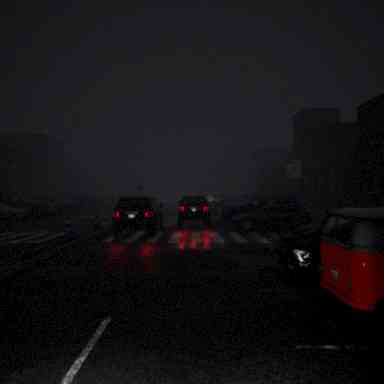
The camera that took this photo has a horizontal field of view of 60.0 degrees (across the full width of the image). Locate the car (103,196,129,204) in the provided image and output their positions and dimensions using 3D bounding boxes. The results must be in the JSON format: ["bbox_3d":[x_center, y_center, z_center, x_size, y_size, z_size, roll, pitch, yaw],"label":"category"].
[{"bbox_3d":[-15.462,1.597,68.074,4.792,1.488,2.163,0,0,0],"label":"car"}]

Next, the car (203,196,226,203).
[{"bbox_3d":[4.895,1.593,72.895,5.008,1.535,2.097,0,0,0],"label":"car"}]

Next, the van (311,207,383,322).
[{"bbox_3d":[4.832,1.264,6.201,4.442,1.987,1.878,0,0,0],"label":"van"}]

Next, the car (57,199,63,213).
[{"bbox_3d":[-15.479,1.410,32.226,4.553,1.767,2.185,0,0,0],"label":"car"}]

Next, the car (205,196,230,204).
[{"bbox_3d":[4.897,1.591,64.683,4.792,1.488,2.163,0,0,0],"label":"car"}]

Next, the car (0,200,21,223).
[{"bbox_3d":[-15.482,1.570,23.952,4.792,1.488,2.163,0,0,0],"label":"car"}]

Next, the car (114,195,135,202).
[{"bbox_3d":[-15.443,1.478,76.347,4.553,1.767,2.185,0,0,0],"label":"car"}]

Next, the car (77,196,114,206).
[{"bbox_3d":[-15.694,1.528,54.283,5.366,1.575,1.946,0,0,0],"label":"car"}]

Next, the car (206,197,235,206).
[{"bbox_3d":[4.832,1.578,56.347,4.674,1.452,2.002,0,0,0],"label":"car"}]

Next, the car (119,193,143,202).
[{"bbox_3d":[-15.486,1.400,84.619,5.566,2.045,2.435,0,0,0],"label":"car"}]

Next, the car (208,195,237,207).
[{"bbox_3d":[4.856,1.407,53.477,4.553,1.767,2.185,0,0,0],"label":"car"}]

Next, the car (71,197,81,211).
[{"bbox_3d":[-15.508,1.570,37.742,4.674,1.452,2.002,0,0,0],"label":"car"}]

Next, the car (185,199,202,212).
[{"bbox_3d":[0.166,1.585,41.420,2.033,1.411,5.357,0,0,0],"label":"car"}]

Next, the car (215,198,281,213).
[{"bbox_3d":[4.740,1.512,28.438,5.008,1.535,2.097,0,0,0],"label":"car"}]

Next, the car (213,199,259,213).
[{"bbox_3d":[4.786,1.545,36.769,4.792,1.488,2.163,0,0,0],"label":"car"}]

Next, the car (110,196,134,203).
[{"bbox_3d":[-15.510,1.619,73.590,4.792,1.488,2.163,0,0,0],"label":"car"}]

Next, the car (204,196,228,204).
[{"bbox_3d":[4.877,1.612,67.462,4.674,1.452,2.002,0,0,0],"label":"car"}]

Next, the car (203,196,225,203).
[{"bbox_3d":[4.941,1.635,75.800,4.792,1.488,2.163,0,0,0],"label":"car"}]

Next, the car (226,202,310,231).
[{"bbox_3d":[4.698,1.535,20.099,4.792,1.488,2.163,0,0,0],"label":"car"}]

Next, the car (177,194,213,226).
[{"bbox_3d":[0.119,1.250,23.883,2.150,2.045,5.566,0,0,0],"label":"car"}]

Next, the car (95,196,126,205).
[{"bbox_3d":[-15.318,1.547,62.561,5.366,1.575,1.946,0,0,0],"label":"car"}]

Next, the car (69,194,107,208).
[{"bbox_3d":[-15.481,1.275,48.771,5.566,2.045,2.435,0,0,0],"label":"car"}]

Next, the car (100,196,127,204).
[{"bbox_3d":[-15.468,1.588,65.318,4.792,1.488,2.163,0,0,0],"label":"car"}]

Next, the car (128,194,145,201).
[{"bbox_3d":[-15.472,1.581,92.890,4.553,1.767,2.185,0,0,0],"label":"car"}]

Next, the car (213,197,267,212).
[{"bbox_3d":[4.752,1.514,34.113,5.008,1.535,2.097,0,0,0],"label":"car"}]

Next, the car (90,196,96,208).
[{"bbox_3d":[-15.512,1.566,43.257,4.674,1.452,2.002,0,0,0],"label":"car"}]

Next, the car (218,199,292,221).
[{"bbox_3d":[4.726,1.511,25.658,4.892,1.521,2.231,0,0,0],"label":"car"}]

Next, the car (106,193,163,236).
[{"bbox_3d":[-2.885,1.246,18.573,2.150,2.045,5.566,0,0,0],"label":"car"}]

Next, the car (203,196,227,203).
[{"bbox_3d":[4.896,1.582,70.116,4.892,1.521,2.231,0,0,0],"label":"car"}]

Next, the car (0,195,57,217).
[{"bbox_3d":[-15.483,1.287,29.469,5.566,2.045,2.435,0,0,0],"label":"car"}]

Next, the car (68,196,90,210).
[{"bbox_3d":[-15.504,1.527,40.499,5.008,1.535,2.097,0,0,0],"label":"car"}]

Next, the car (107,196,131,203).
[{"bbox_3d":[-15.484,1.618,70.796,4.674,1.452,2.002,0,0,0],"label":"car"}]

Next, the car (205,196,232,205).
[{"bbox_3d":[4.864,1.554,61.903,4.892,1.521,2.231,0,0,0],"label":"car"}]

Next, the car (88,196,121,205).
[{"bbox_3d":[-15.693,1.539,59.798,5.366,1.575,1.946,0,0,0],"label":"car"}]

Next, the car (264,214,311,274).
[{"bbox_3d":[4.711,1.495,8.981,4.892,1.521,2.231,0,0,0],"label":"car"}]

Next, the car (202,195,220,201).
[{"bbox_3d":[4.929,1.539,86.908,4.553,1.767,2.185,0,0,0],"label":"car"}]

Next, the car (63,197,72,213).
[{"bbox_3d":[-15.508,1.573,34.854,4.674,1.452,2.002,0,0,0],"label":"car"}]

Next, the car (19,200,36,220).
[{"bbox_3d":[-15.514,1.580,26.710,4.674,1.452,2.002,0,0,0],"label":"car"}]

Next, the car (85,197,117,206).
[{"bbox_3d":[-15.537,1.566,57.042,4.792,1.488,2.163,0,0,0],"label":"car"}]
